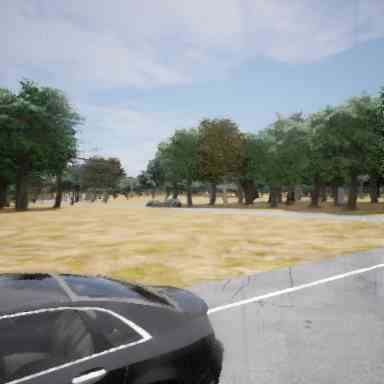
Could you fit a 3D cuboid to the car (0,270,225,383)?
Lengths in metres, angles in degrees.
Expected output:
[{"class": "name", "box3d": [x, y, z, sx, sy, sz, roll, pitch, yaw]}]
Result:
[{"class": "car", "box3d": [-1.963, 1.511, 2.469, 4.892, 1.490, 1.837, 0, 0, -36]}]

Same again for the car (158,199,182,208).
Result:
[{"class": "car", "box3d": [-3.747, 2.003, 60.836, 2.097, 1.767, 4.553, 2, -2, -34]}]

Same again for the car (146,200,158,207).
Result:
[{"class": "car", "box3d": [-7.459, 2.322, 66.139, 1.994, 1.385, 4.181, 2, -2, -34]}]
